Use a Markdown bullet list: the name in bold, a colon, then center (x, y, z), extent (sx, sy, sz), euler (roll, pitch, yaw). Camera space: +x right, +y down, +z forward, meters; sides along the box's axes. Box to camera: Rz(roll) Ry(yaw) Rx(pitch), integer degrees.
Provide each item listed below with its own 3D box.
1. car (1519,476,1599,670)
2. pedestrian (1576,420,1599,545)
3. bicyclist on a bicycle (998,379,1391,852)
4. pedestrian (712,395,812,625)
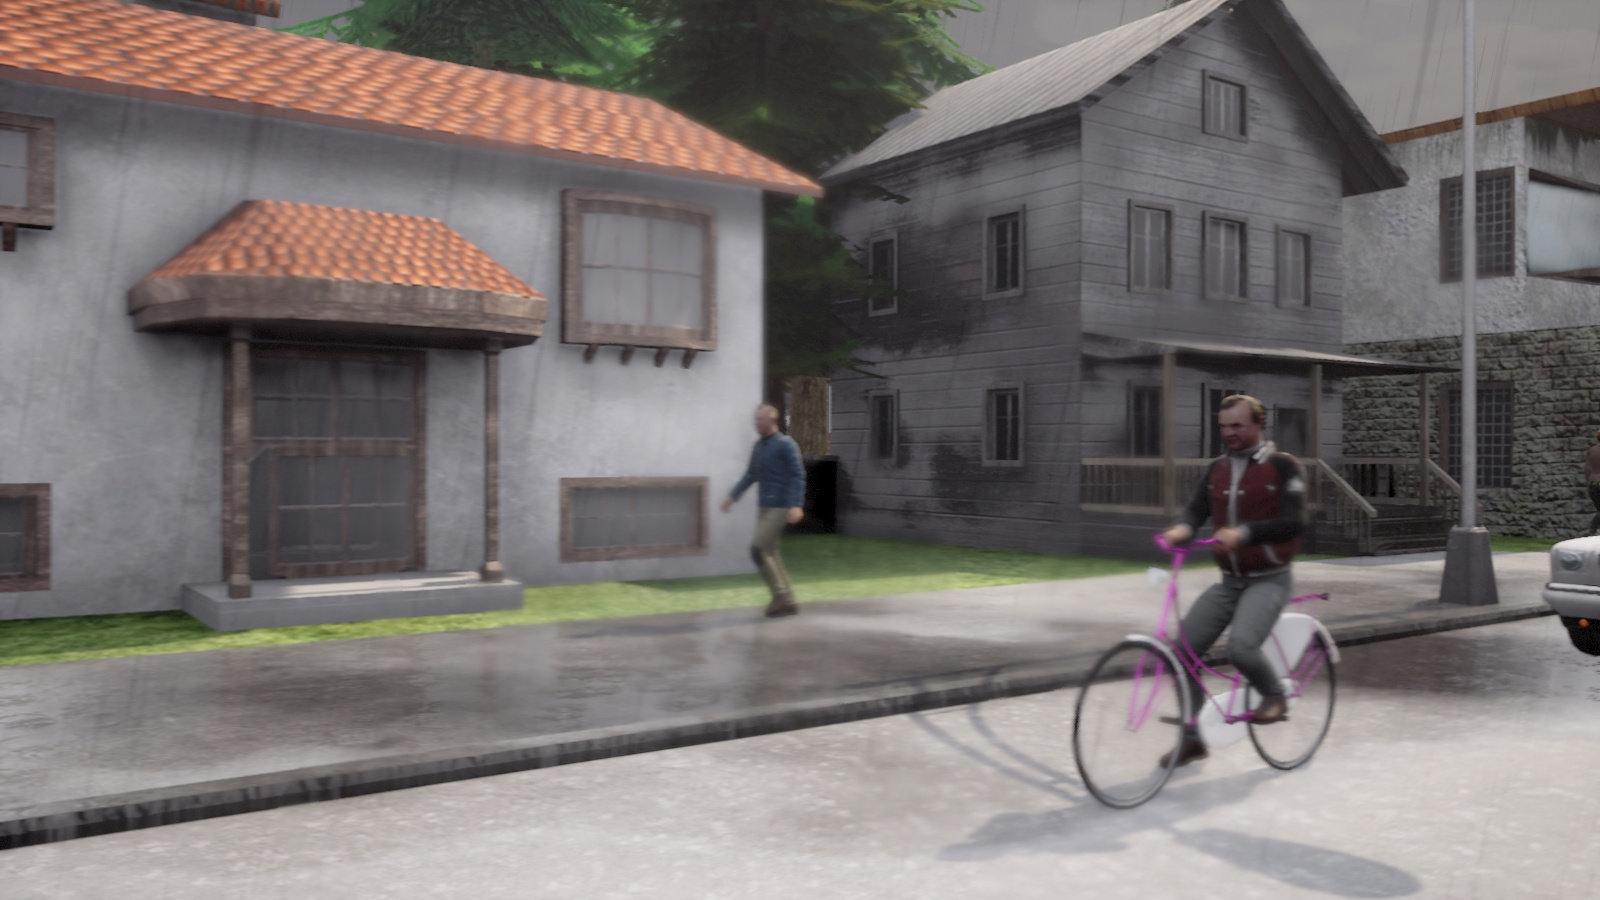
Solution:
- **car**: center (7.638, 0.853, 9.583), extent (4.718, 1.301, 1.895), euler (0, 0, -35)
- **pedestrian**: center (11.968, 0.475, 18.782), extent (0.634, 1.846, 0.331), euler (0, 0, -26)
- **bicyclist on a bicycle**: center (1.773, 0.625, 5.516), extent (1.843, 1.776, 0.659), euler (0, 0, -35)
- **pedestrian**: center (-0.311, 0.481, 10.410), extent (0.726, 1.842, 0.402), euler (0, 0, -35)
